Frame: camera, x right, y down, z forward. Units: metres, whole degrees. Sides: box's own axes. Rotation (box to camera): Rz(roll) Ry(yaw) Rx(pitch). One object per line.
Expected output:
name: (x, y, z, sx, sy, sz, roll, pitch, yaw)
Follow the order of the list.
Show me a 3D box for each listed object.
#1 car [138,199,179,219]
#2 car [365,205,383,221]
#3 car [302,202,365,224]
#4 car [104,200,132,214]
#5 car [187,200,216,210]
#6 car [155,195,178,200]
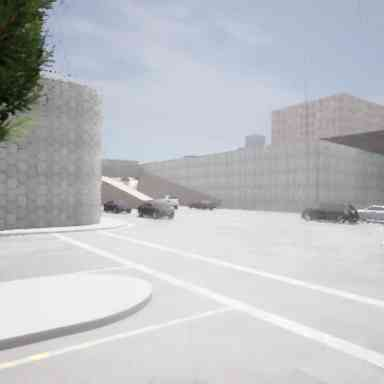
car: (-3.378, 1.677, 30.947, 1.837, 1.490, 4.892, 1, 0, -35)
car: (15.778, 1.858, 28.296, 1.812, 1.442, 4.674, 1, 0, -35)
car: (11.602, 1.645, 28.189, 2.097, 1.767, 4.553, 1, 0, -35)
car: (-8.595, 1.676, 38.418, 1.837, 1.490, 4.892, 1, 0, -35)
car: (1.347, 1.882, 48.980, 2.033, 1.411, 5.357, 1, 0, -35)
car: (-4.192, 1.517, 50.803, 2.150, 2.045, 5.566, 1, 0, -35)
